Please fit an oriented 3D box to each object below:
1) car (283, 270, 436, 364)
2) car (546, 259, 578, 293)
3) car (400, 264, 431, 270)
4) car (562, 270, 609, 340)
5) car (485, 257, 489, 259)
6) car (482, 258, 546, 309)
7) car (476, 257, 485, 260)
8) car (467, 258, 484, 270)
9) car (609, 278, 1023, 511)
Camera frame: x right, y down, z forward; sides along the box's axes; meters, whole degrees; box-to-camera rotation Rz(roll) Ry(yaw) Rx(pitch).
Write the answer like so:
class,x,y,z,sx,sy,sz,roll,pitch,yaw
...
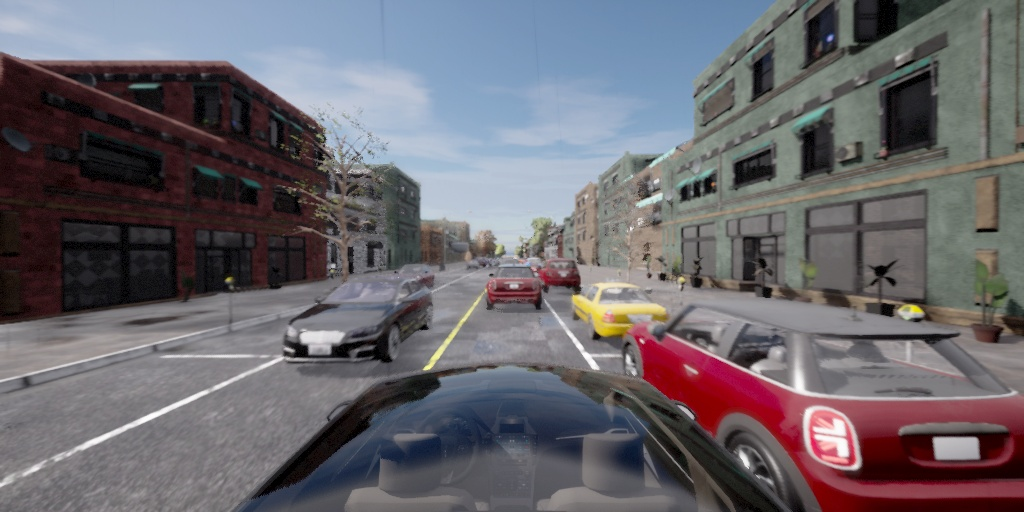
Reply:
class,x,y,z,sx,sy,sz,roll,pitch,yaw
car,-3.106,1.248,8.258,2.128,1.511,4.902,0,0,0
car,2.665,1.074,20.754,2.192,1.841,5.009,0,0,0
car,-5.715,1.208,20.737,1.967,1.591,4.097,0,0,0
car,2.684,1.277,9.827,1.751,1.417,4.829,0,0,0
car,-3.131,1.282,63.277,2.128,1.511,4.902,0,0,0
car,0.079,1.111,15.075,2.097,1.767,4.553,0,0,0
car,-5.792,1.108,65.124,2.192,1.841,5.009,0,0,0
car,-5.772,1.338,54.028,2.007,1.370,4.403,0,0,0
car,2.694,1.188,4.109,1.967,1.591,4.097,0,0,0
